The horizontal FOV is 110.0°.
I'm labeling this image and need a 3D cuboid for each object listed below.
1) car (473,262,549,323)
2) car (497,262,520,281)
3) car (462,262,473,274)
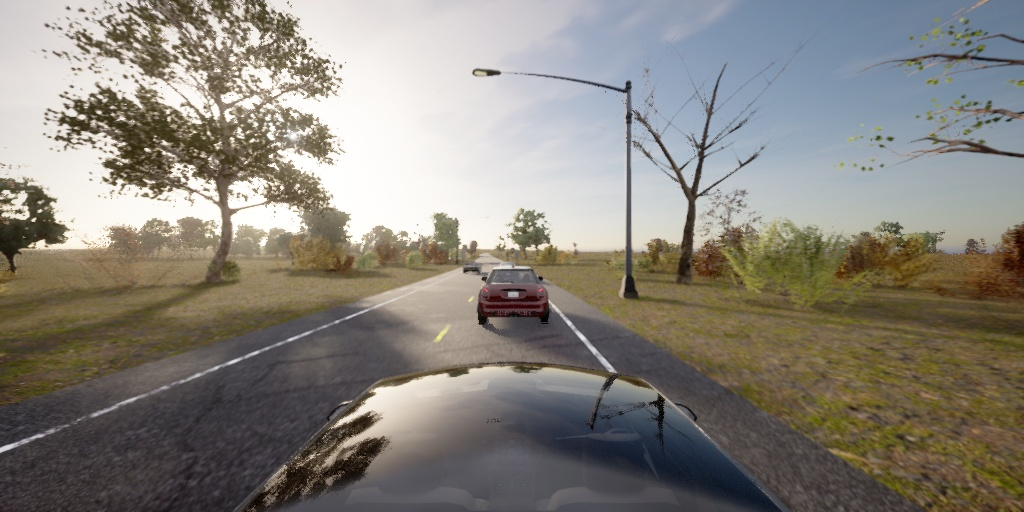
[{"bbox_3d":[0.017,1.098,12.187,2.097,1.767,4.553,0,0,-1],"label":"car"},{"bbox_3d":[-0.382,1.255,30.559,1.812,1.442,4.674,0,0,-2],"label":"car"},{"bbox_3d":[-4.379,1.322,39.687,1.895,1.301,4.718,0,0,-2],"label":"car"}]
